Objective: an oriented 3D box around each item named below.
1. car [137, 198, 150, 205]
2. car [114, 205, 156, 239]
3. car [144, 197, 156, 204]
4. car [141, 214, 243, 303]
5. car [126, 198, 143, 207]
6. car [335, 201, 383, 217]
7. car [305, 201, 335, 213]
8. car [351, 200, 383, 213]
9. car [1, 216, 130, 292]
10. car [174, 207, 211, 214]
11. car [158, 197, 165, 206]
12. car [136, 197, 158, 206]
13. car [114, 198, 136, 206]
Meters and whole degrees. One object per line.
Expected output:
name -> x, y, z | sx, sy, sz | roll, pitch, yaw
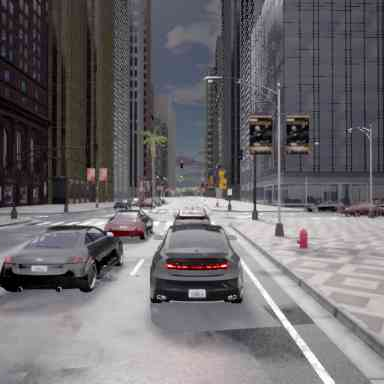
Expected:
car -> -9.867, 1.926, 67.730 | 1.994, 1.385, 4.181 | 0, 0, 1
car -> -3.178, 1.602, 17.362 | 1.994, 1.385, 4.181 | 0, 0, 0
car -> -9.881, 1.990, 78.324 | 2.033, 1.411, 5.357 | 0, 0, 0
car -> 0.087, 1.515, 8.189 | 1.837, 1.490, 4.892 | 0, 0, 0
car -> -9.928, 1.778, 57.844 | 2.128, 1.511, 4.902 | 0, 0, 0
car -> 15.267, 1.577, 29.235 | 4.206, 1.307, 1.802 | 0, 0, -1
car -> 15.123, 1.662, 37.759 | 4.313, 1.339, 1.947 | 0, 0, -1
car -> 20.762, 1.643, 37.856 | 4.313, 1.339, 1.947 | 0, 0, -1
car -> -3.170, 1.576, 8.963 | 1.994, 1.385, 4.181 | 0, 0, 1
car -> 0.021, 1.530, 17.510 | 2.128, 1.511, 4.902 | 0, 0, 0
car -> -6.670, 1.655, 60.057 | 2.097, 1.767, 4.553 | 0, 0, 0
car -> -6.679, 1.709, 50.020 | 1.882, 1.535, 5.008 | 0, 0, 0
car -> -9.930, 1.767, 48.290 | 2.033, 1.411, 5.357 | 0, 0, 0
